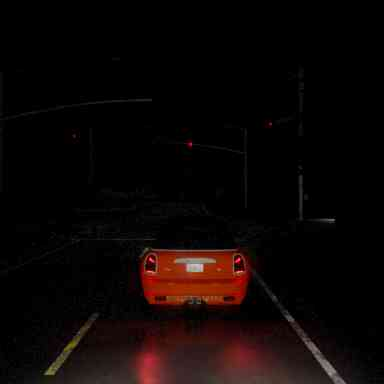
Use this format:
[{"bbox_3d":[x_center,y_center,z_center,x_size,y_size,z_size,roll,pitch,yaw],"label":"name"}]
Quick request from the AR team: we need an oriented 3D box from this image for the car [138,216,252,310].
[{"bbox_3d":[0.058,1.352,7.985,2.097,1.767,4.553,0,0,0],"label":"car"}]
